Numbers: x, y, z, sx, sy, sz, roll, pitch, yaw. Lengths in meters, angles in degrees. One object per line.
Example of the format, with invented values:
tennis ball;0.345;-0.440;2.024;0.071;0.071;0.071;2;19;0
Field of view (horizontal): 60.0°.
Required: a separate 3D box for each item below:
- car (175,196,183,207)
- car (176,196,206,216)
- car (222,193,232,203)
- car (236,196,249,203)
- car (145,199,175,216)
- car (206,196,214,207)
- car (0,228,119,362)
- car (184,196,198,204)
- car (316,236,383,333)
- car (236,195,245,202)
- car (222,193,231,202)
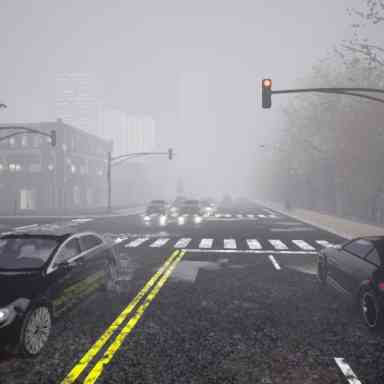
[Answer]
car;-1.577;1.336;48.776;2.097;1.767;4.553;0;0;6
car;-0.018;1.469;32.709;1.882;1.535;5.008;0;0;6
car;7.072;1.481;66.777;1.837;1.490;4.892;0;0;6
car;10.319;1.468;66.592;2.128;1.511;4.902;0;0;6
car;-3.266;1.497;32.906;1.837;1.490;4.892;0;0;6
car;1.869;1.585;50.448;1.895;1.301;4.718;0;0;6
car;-2.846;1.491;6.136;2.128;1.511;4.902;0;0;6
car;-0.167;1.543;61.729;1.994;1.385;4.181;0;0;6
car;3.952;1.562;6.692;1.994;1.385;4.181;0;0;6
car;11.527;1.521;78.909;1.994;1.385;4.181;0;0;6
car;8.345;1.194;79.706;2.150;2.045;5.566;0;0;6
